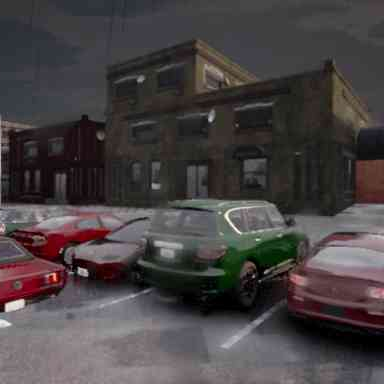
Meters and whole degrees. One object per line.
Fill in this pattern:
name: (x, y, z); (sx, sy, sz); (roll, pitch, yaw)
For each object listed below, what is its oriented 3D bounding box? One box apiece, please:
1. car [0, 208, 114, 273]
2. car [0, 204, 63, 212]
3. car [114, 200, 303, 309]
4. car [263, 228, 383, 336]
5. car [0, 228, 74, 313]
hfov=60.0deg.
car: (-3.397, 1.426, 11.373); (2.097, 1.535, 5.008); (0, 0, 36)
car: (-5.656, 1.287, 12.953); (2.185, 1.767, 4.553); (0, 0, 36)
car: (1.113, 1.205, 8.196); (2.435, 2.045, 5.566); (0, 0, 36)
car: (3.338, 1.513, 6.571); (2.002, 1.452, 4.674); (0, 0, 36)
car: (-4.696, 1.556, 6.729); (4.718, 1.301, 1.895); (0, 0, 36)
